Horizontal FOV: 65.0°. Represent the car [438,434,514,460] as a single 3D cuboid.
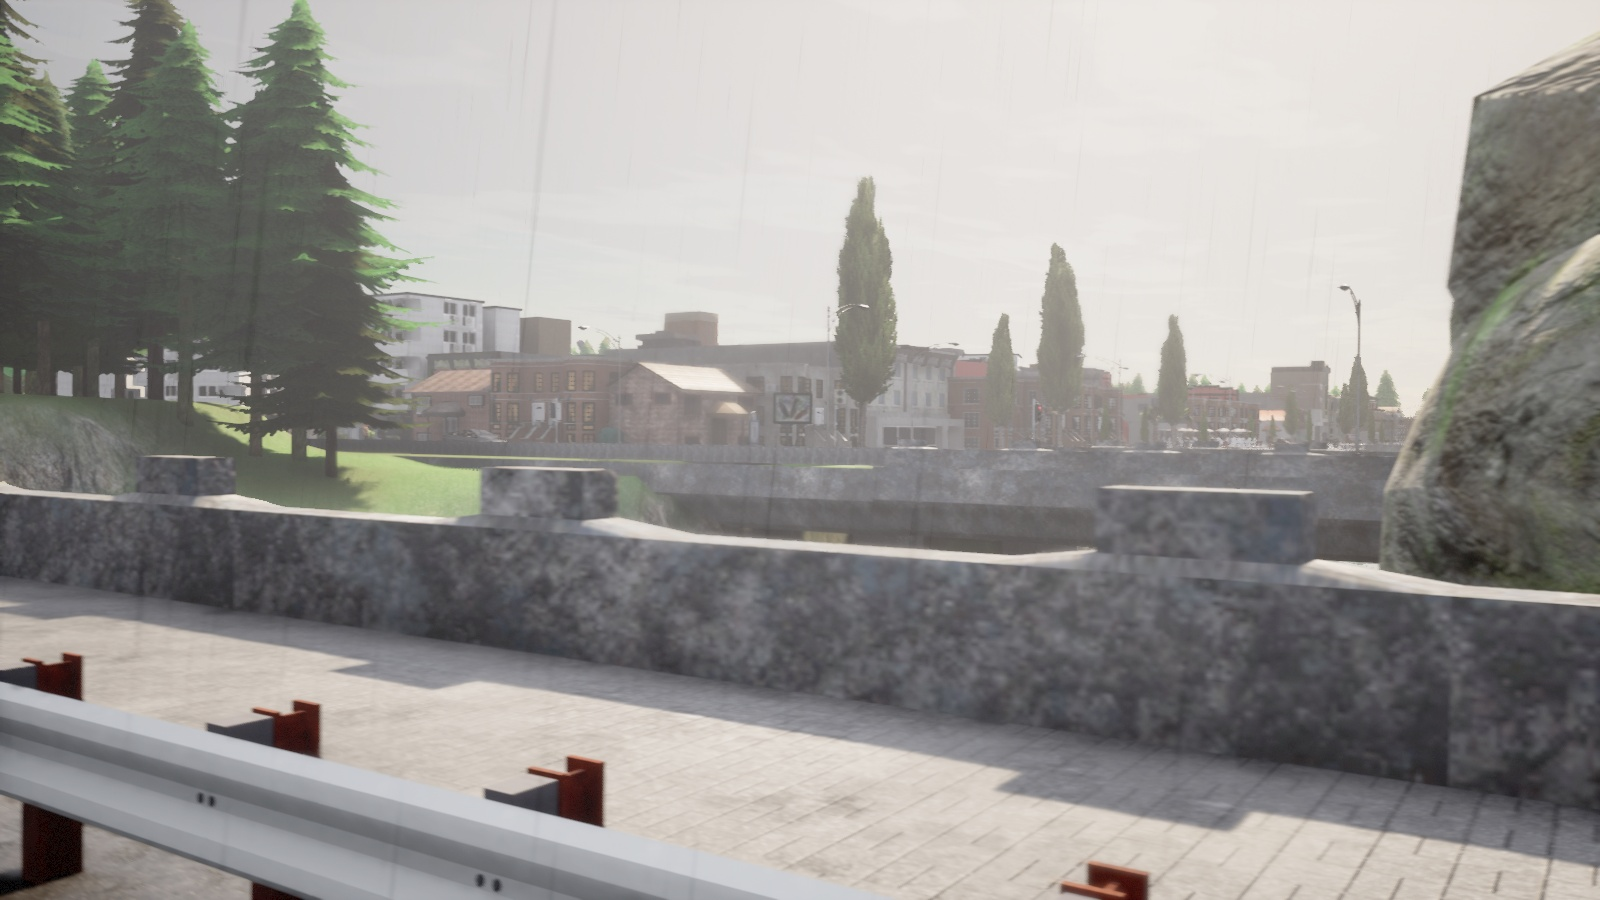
[{"bbox_3d":[-19.862,-0.191,76.914,4.514,1.525,2.007,0,1,34],"label":"car"}]
